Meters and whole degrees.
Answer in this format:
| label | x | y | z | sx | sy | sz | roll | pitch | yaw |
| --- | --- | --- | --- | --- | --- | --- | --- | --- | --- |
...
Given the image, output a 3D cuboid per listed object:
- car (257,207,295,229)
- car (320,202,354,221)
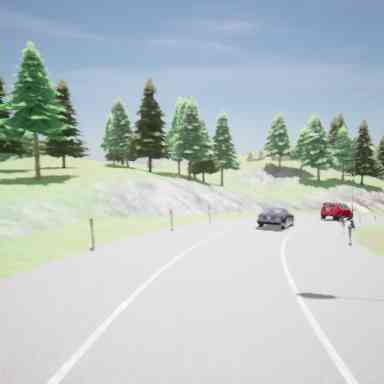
| label | x | y | z | sx | sy | sz | roll | pitch | yaw |
| --- | --- | --- | --- | --- | --- | --- | --- | --- | --- |
| car | 6.170 | 1.840 | 24.136 | 2.033 | 1.411 | 5.357 | 3 | 0 | 26 |
| car | 17.086 | 2.271 | 39.000 | 5.566 | 2.045 | 2.150 | 4 | 0 | -45 |
